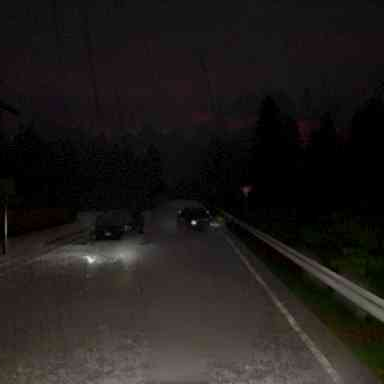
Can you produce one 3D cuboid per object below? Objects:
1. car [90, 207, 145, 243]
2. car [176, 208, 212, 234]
[{"bbox_3d":[-3.515,1.518,16.481,1.882,1.535,5.008,0,0,0],"label":"car"},{"bbox_3d":[0.106,1.611,19.661,1.994,1.385,4.181,0,0,0],"label":"car"}]
